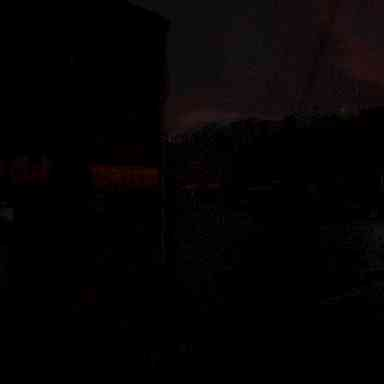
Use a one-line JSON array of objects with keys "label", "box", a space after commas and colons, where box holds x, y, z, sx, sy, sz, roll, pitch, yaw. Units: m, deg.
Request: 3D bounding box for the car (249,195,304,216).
[{"label": "car", "box": [7.968, 1.147, 29.985, 2.192, 1.841, 5.009, 0, 0, -36]}]

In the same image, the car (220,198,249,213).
[{"label": "car", "box": [4.802, 1.339, 34.403, 1.887, 1.381, 4.507, 0, 0, -36]}]

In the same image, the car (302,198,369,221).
[{"label": "car", "box": [11.130, 1.414, 25.568, 1.887, 1.381, 4.507, 0, 0, -36]}]
